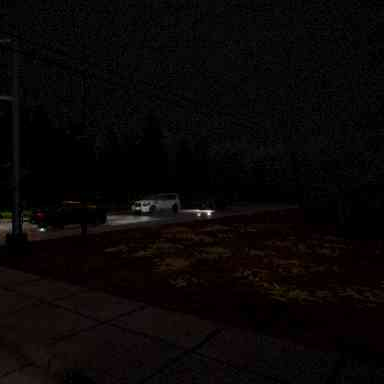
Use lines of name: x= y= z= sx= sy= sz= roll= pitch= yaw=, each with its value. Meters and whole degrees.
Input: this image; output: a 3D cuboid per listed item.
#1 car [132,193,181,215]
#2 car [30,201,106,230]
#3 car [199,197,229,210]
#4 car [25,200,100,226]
car: x=-3.433 y=1.169 z=33.221 sx=2.150 sy=2.045 sz=5.566 roll=0 pitch=0 yaw=36
car: x=-7.704 y=1.495 z=21.168 sx=2.128 sy=1.511 sz=4.902 roll=0 pitch=0 yaw=36
car: x=2.782 y=1.399 z=41.584 sx=1.837 sy=1.490 sz=4.892 roll=0 pitch=0 yaw=37
car: x=-9.540 y=1.479 z=24.975 sx=1.882 sy=1.535 sz=5.008 roll=0 pitch=0 yaw=37
